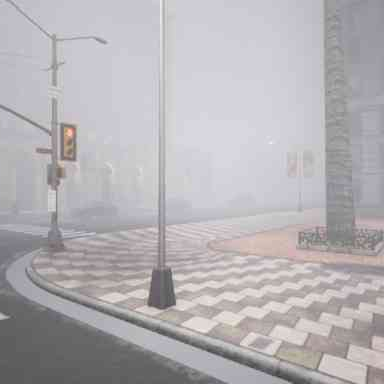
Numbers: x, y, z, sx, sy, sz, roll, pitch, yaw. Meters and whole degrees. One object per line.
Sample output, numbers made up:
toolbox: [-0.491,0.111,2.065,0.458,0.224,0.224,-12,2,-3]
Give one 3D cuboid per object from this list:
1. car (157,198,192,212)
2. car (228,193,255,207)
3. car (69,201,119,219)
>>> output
car: [-2.000,1.505,38.391,1.837,1.490,4.892,0,0,38]
car: [7.614,1.215,50.572,2.150,2.045,5.566,0,1,38]
car: [-8.695,1.525,29.897,1.812,1.442,4.674,0,0,39]
